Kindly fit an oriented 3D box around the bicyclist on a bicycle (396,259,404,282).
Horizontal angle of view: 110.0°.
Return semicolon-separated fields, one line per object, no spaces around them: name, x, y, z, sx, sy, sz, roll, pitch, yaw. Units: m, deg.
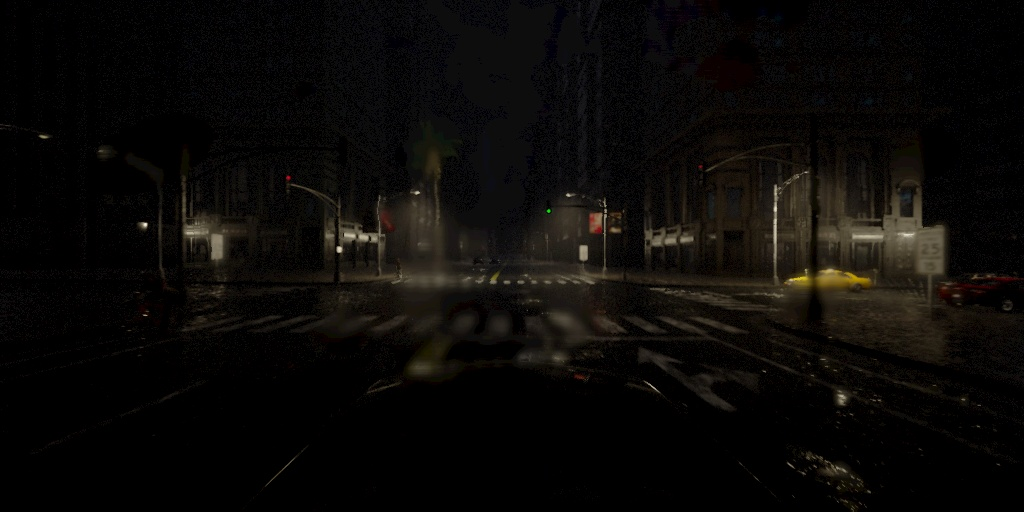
bicyclist on a bicycle;-8.754;1.120;27.849;0.659;1.776;1.843;0;0;0

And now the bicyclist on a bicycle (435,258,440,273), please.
bicyclist on a bicycle;-8.758;1.113;41.790;0.659;1.776;1.843;0;0;0

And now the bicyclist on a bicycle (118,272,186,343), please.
bicyclist on a bicycle;-8.751;1.205;8.781;0.582;1.620;1.656;0;0;0

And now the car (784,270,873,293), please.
car;20.578;1.598;23.413;4.829;1.417;1.751;0;0;0

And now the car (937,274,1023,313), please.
car;20.720;1.587;14.885;4.507;1.381;1.888;0;0;0
